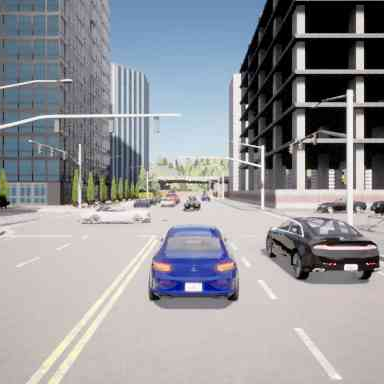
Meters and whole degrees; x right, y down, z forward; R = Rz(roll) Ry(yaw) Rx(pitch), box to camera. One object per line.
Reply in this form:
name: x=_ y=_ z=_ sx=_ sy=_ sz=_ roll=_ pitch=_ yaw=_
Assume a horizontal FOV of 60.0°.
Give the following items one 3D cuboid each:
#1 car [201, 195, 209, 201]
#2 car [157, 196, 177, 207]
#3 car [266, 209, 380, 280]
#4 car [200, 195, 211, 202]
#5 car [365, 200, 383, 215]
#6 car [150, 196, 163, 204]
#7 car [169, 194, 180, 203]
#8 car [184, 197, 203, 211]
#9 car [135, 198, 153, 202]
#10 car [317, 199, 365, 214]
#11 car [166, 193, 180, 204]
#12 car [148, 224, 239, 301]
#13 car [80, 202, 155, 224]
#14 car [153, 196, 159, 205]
car: x=3.329 y=1.483 z=86.902 sx=1.837 sy=1.490 sz=4.892 roll=0 pitch=0 yaw=0
car: x=-3.695 y=1.601 z=50.263 sx=1.895 sy=1.301 sz=4.718 roll=0 pitch=0 yaw=0
car: x=3.560 y=1.492 z=9.949 sx=2.128 sy=1.511 sz=4.902 roll=0 pitch=0 yaw=-1
car: x=3.347 y=1.522 z=77.827 sx=1.812 sy=1.442 sz=4.674 roll=0 pitch=0 yaw=0
car: x=19.762 y=1.166 z=31.054 sx=5.566 sy=2.045 sz=2.150 roll=0 pitch=0 yaw=0
car: x=-7.151 y=1.547 z=67.525 sx=2.033 sy=1.411 sz=5.357 roll=0 pitch=0 yaw=0
car: x=-3.638 y=1.355 z=70.028 sx=2.097 sy=1.767 sz=4.553 roll=0 pitch=0 yaw=0
car: x=0.079 y=1.603 z=41.280 sx=1.895 sy=1.301 sz=4.718 roll=0 pitch=0 yaw=3
car: x=-7.190 y=1.564 z=48.135 sx=1.994 sy=1.385 sz=4.181 roll=0 pitch=0 yaw=0
car: x=15.515 y=1.436 z=34.543 sx=4.902 sy=1.511 sz=2.128 roll=0 pitch=0 yaw=0
car: x=-3.693 y=1.221 z=60.038 sx=2.150 sy=2.045 sz=5.566 roll=0 pitch=0 yaw=0
car: x=0.044 y=1.526 z=8.226 sx=1.812 sy=1.442 sz=4.674 roll=0 pitch=0 yaw=0
car: x=-5.263 y=1.574 z=23.551 sx=4.718 sy=1.301 sz=1.895 roll=0 pitch=0 yaw=-1
car: x=-7.198 y=1.601 z=56.896 sx=1.895 sy=1.301 sz=4.718 roll=0 pitch=0 yaw=0
